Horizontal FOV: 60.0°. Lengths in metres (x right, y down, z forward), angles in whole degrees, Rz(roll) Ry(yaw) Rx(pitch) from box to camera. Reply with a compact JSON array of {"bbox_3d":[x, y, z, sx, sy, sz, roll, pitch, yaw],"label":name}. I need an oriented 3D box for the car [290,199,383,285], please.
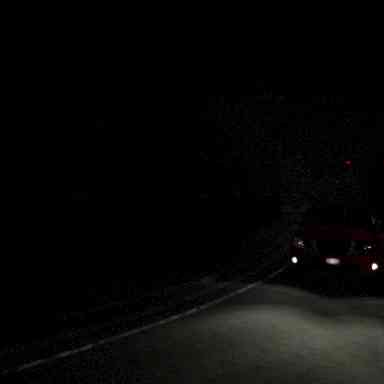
[{"bbox_3d":[4.610,1.355,10.500,2.150,2.045,5.566,0,-1,26],"label":"car"}]
